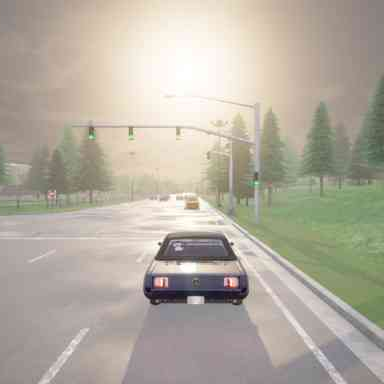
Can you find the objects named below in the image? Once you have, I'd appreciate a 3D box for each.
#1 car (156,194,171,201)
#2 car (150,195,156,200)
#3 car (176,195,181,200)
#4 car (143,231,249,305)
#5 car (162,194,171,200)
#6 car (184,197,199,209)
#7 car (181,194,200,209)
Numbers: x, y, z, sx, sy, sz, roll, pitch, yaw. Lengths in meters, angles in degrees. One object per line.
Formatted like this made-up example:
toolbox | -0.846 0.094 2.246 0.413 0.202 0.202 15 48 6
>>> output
car | -6.886 1.531 80.321 2.033 1.411 5.357 0 0 0
car | -10.370 1.540 91.159 2.033 1.411 5.357 0 0 0
car | -3.370 1.553 91.149 1.994 1.385 4.181 0 0 0
car | 0.090 1.601 8.024 1.895 1.301 4.718 0 0 0
car | -6.871 1.372 90.741 2.033 1.411 5.357 0 0 0
car | -0.031 1.577 49.692 2.033 1.411 5.357 0 1 2
car | -0.086 1.097 46.149 1.882 1.535 5.008 -3 16 -4
